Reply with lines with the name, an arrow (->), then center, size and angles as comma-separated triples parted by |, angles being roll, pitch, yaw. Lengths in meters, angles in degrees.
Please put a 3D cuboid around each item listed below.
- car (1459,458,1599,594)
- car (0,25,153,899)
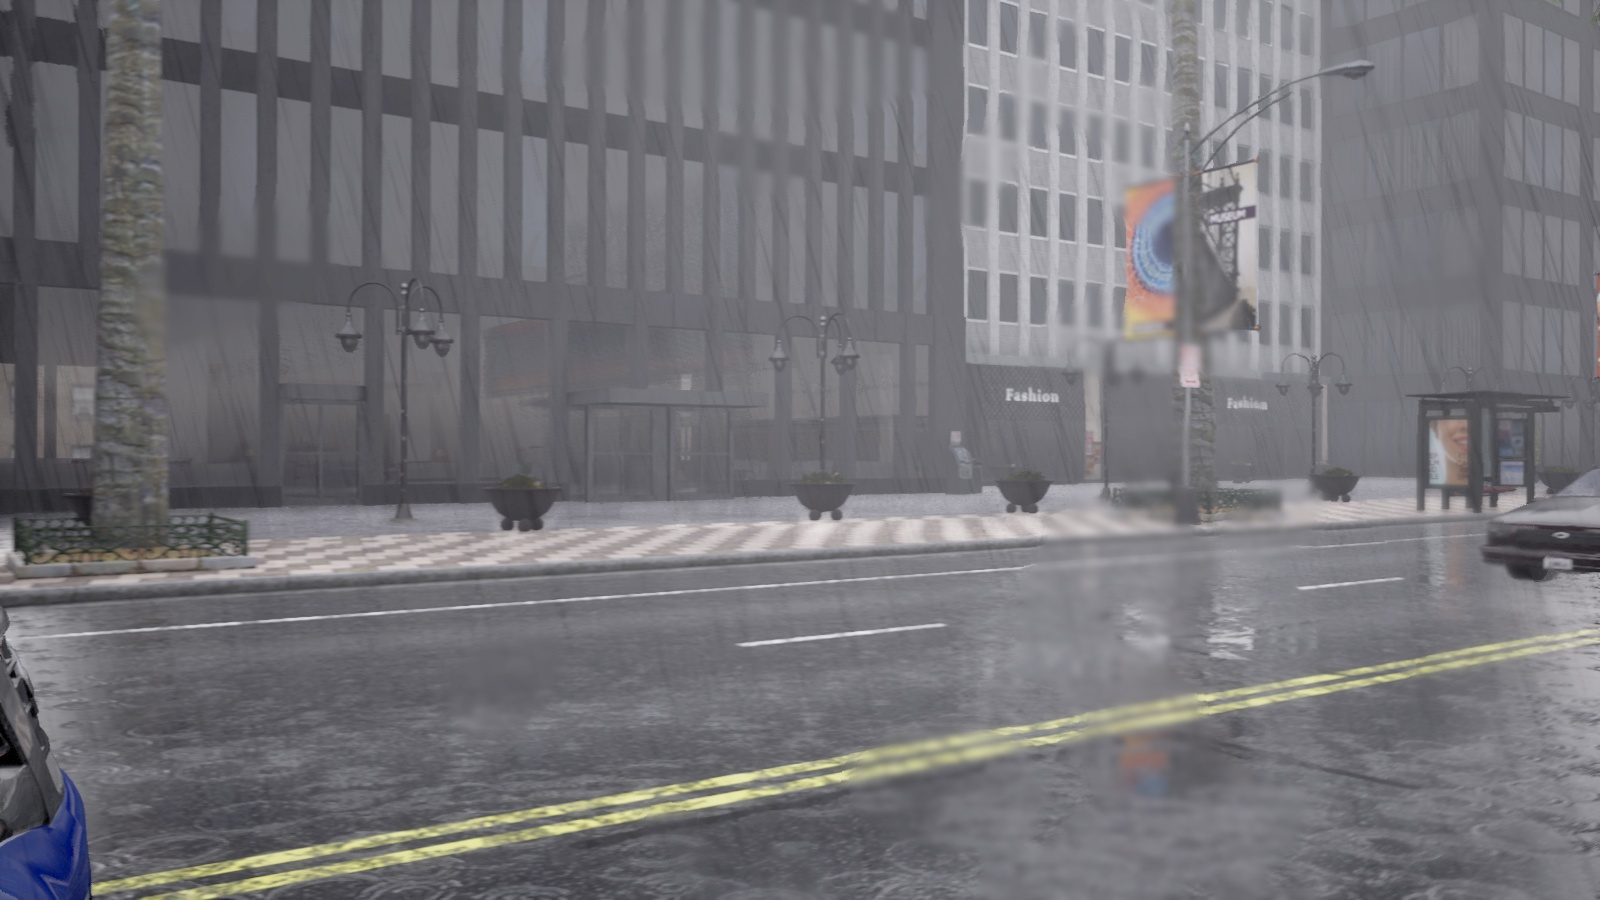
car -> 10.367, 0.808, 15.139 | 5.357, 1.411, 2.033 | 0, 0, -35
car -> -3.790, 0.474, 1.022 | 5.566, 2.045, 2.150 | 0, 0, -35
